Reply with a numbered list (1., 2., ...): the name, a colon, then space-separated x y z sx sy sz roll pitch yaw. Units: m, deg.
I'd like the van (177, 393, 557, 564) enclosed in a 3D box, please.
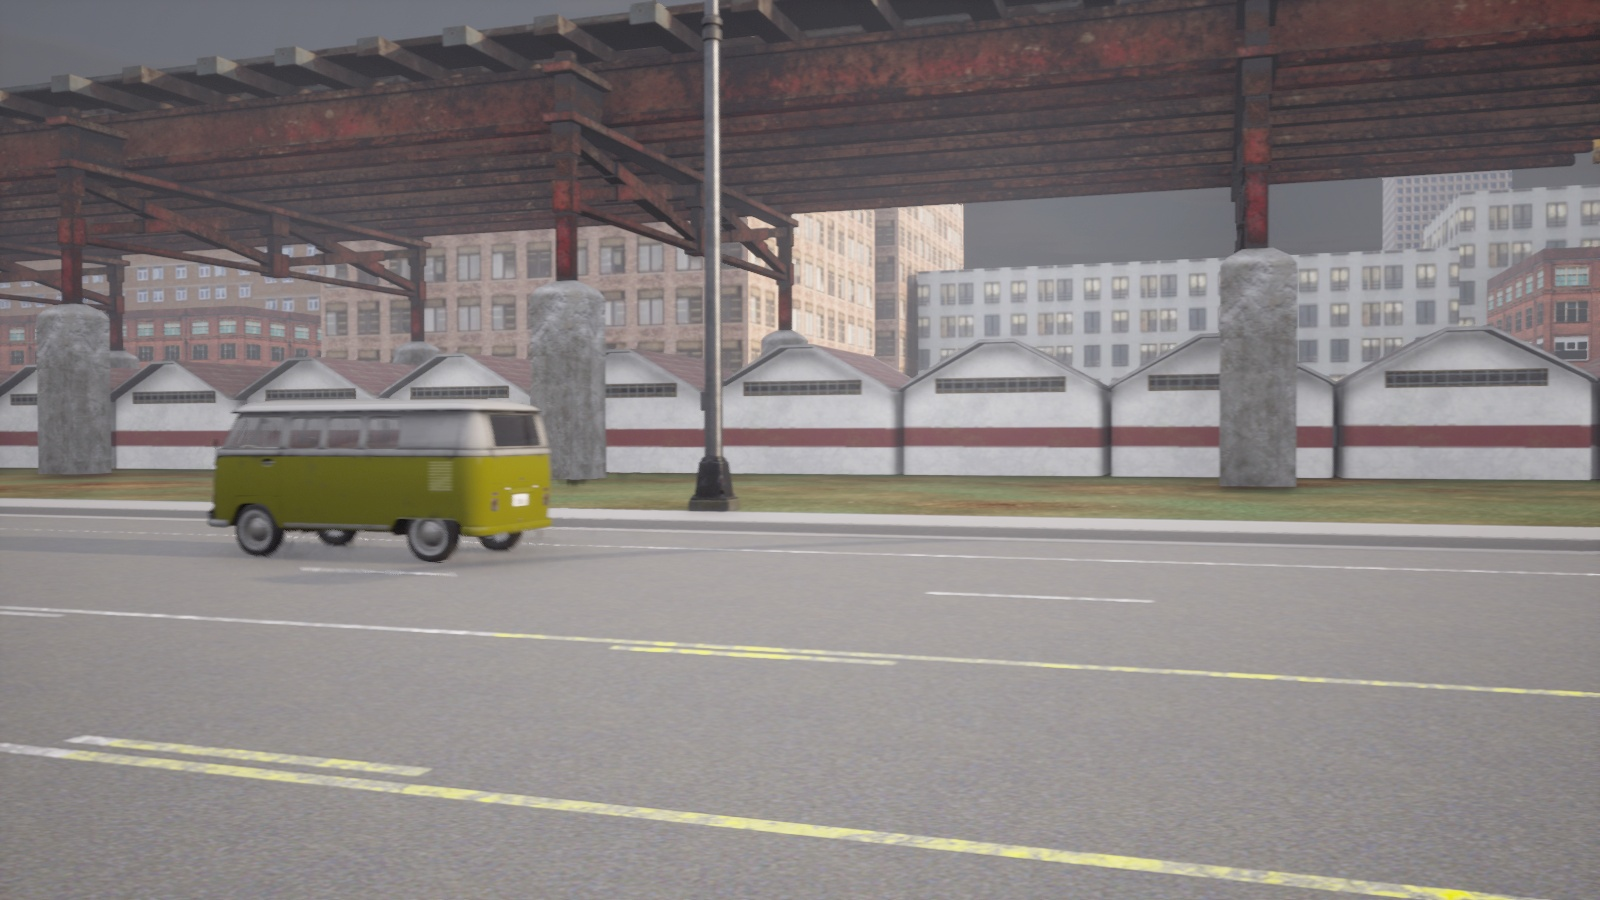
1. van: -5.526 0.301 16.098 4.442 1.987 1.775 1 1 19
